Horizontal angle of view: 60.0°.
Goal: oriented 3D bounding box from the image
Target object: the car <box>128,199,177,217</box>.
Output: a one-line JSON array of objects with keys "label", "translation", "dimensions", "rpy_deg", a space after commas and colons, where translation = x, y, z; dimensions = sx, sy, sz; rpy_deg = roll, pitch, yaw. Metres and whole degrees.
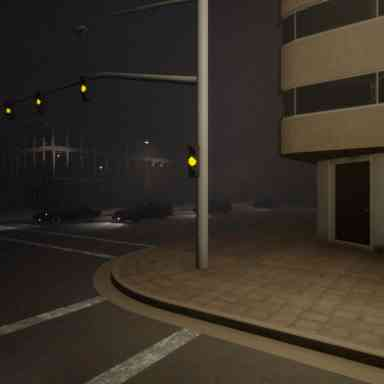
[{"label": "car", "translation": [-3.724, 1.505, 32.229], "dimensions": [1.837, 1.490, 4.892], "rpy_deg": [0, 0, 36]}]

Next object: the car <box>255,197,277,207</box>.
[{"label": "car", "translation": [11.943, 1.601, 53.638], "dimensions": [1.994, 1.385, 4.181], "rpy_deg": [0, 0, 36]}]

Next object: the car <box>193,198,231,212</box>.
[{"label": "car", "translation": [2.585, 1.547, 40.906], "dimensions": [2.033, 1.411, 5.357], "rpy_deg": [0, 0, 36]}]

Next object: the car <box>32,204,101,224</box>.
[{"label": "car", "translation": [-9.196, 1.601, 24.694], "dimensions": [1.895, 1.301, 4.718], "rpy_deg": [0, 0, 36]}]

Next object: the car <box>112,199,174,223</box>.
[{"label": "car", "translation": [-3.753, 1.547, 26.236], "dimensions": [2.033, 1.411, 5.357], "rpy_deg": [0, 0, 36]}]

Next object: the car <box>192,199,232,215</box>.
[{"label": "car", "translation": [2.235, 1.547, 34.478], "dimensions": [2.033, 1.411, 5.357], "rpy_deg": [0, 0, 36]}]

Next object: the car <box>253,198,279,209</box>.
[{"label": "car", "translation": [10.182, 1.547, 45.371], "dimensions": [2.033, 1.411, 5.357], "rpy_deg": [0, 0, 36]}]
